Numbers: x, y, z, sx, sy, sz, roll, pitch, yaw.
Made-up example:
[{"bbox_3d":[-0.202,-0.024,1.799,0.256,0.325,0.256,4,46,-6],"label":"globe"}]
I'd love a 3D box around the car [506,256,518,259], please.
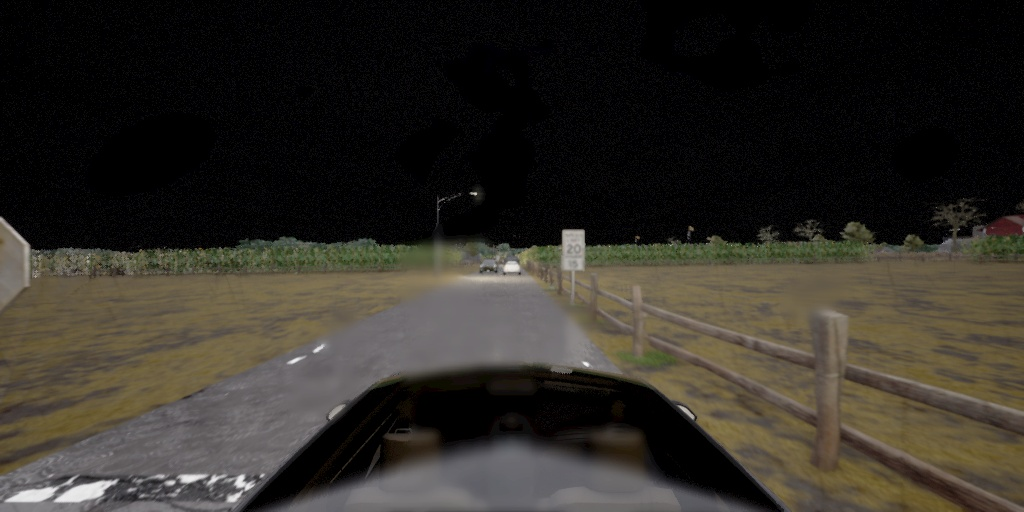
[{"bbox_3d":[0.012,1.021,49.485,2.150,2.045,5.566,0,0,0],"label":"car"}]

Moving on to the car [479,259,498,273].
[{"bbox_3d":[-2.745,1.128,43.321,2.097,1.767,4.553,0,0,0],"label":"car"}]

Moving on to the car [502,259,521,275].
[{"bbox_3d":[0.005,1.292,38.700,1.812,1.442,4.674,0,0,0],"label":"car"}]
